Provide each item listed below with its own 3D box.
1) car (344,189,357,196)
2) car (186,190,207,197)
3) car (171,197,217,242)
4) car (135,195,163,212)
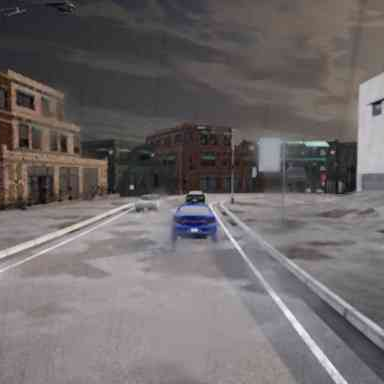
[{"bbox_3d":[29.286,0.121,58.165,4.902,1.511,2.128,2,3,0],"label":"car"},{"bbox_3d":[0.467,0.544,34.193,1.882,1.535,5.008,0,2,4],"label":"car"},{"bbox_3d":[0.096,1.261,15.348,1.882,1.535,5.008,0,2,0],"label":"car"},{"bbox_3d":[-3.563,0.916,27.981,1.895,1.301,4.718,0,2,1],"label":"car"}]
